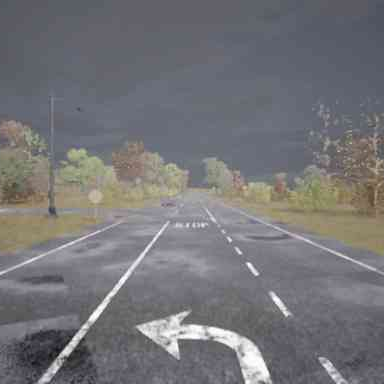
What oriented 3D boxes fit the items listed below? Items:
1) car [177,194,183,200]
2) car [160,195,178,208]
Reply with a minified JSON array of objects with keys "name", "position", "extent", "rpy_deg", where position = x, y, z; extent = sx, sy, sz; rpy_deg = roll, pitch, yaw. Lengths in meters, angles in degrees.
[{"name":"car","position":[-3.409,1.343,89.579],"extent":[2.128,1.511,4.902],"rpy_deg":[0,0,0]},{"name":"car","position":[-3.409,1.464,47.342],"extent":[1.837,1.490,4.892],"rpy_deg":[0,0,0]}]
